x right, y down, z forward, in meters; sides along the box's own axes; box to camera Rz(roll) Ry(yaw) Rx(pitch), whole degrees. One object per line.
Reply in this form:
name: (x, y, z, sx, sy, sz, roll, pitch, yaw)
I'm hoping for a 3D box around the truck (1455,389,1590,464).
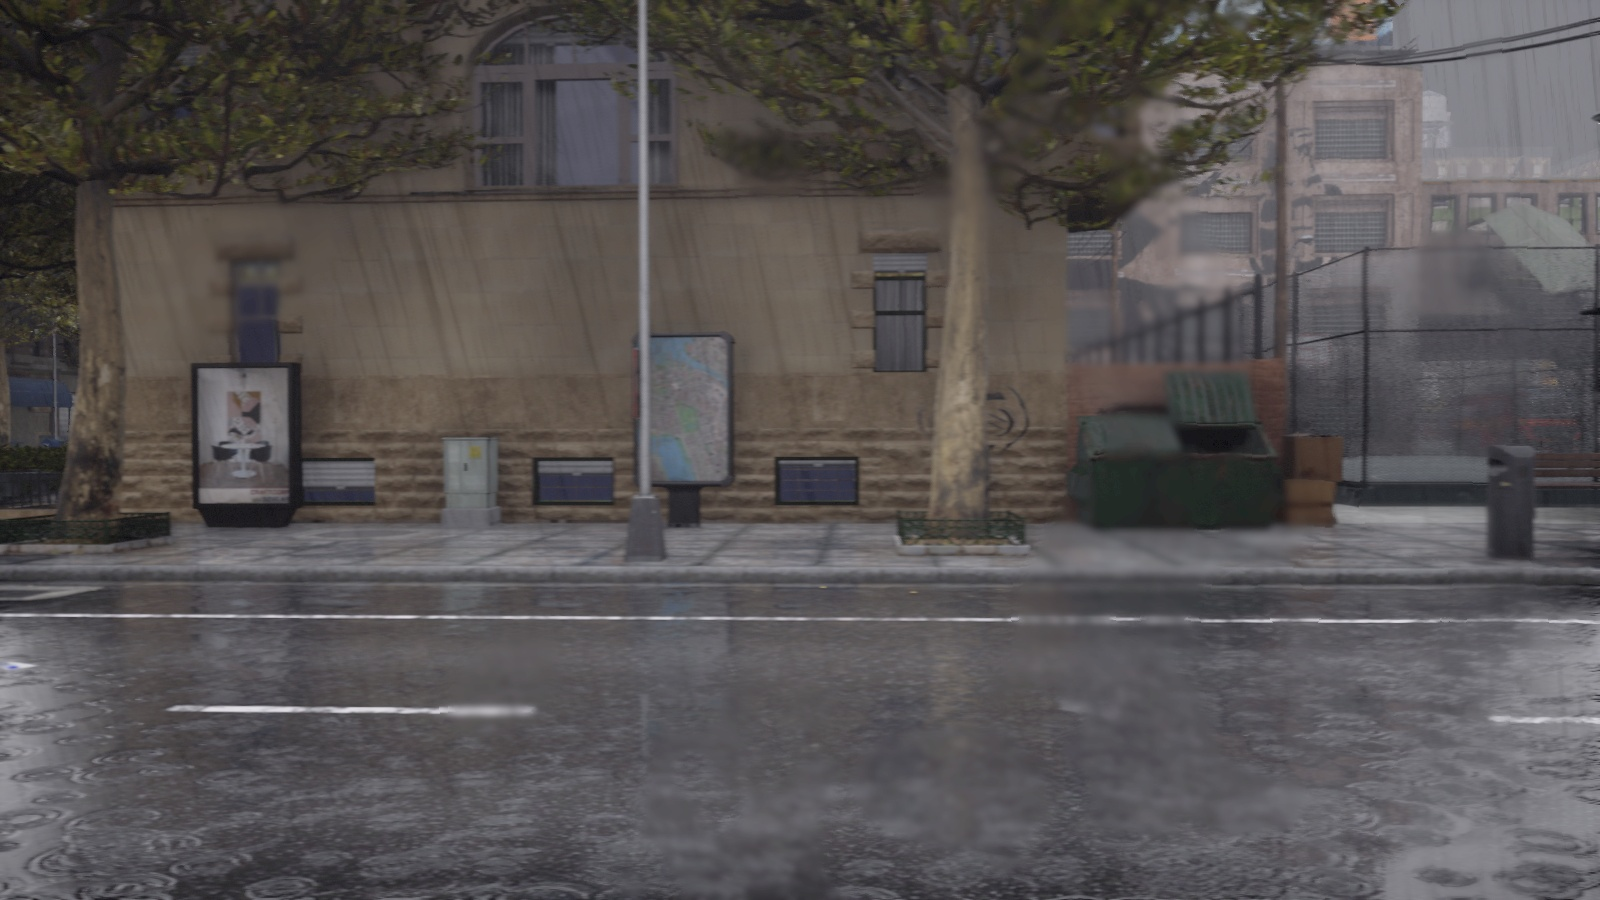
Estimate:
truck: (39.246, -1.288, 68.605, 2.891, 3.827, 8.468, 0, 1, 4)
